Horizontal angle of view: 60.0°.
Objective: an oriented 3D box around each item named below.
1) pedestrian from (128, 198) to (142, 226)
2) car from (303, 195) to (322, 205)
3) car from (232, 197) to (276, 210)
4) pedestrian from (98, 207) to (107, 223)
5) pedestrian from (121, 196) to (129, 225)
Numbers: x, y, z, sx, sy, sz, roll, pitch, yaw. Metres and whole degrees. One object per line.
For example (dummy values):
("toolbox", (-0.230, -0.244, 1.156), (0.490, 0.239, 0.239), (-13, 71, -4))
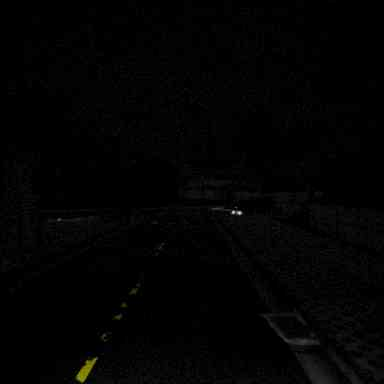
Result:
("pedestrian", (-3.651, 1.272, 21.208), (0.375, 1.860, 0.375), (-3, 3, 1))
("car", (17.351, 1.143, 45.145), (5.357, 1.411, 2.033), (-1, 3, -33))
("car", (7.356, 1.325, 39.145), (5.357, 1.411, 2.033), (-1, 3, -29))
("pedestrian", (-5.874, 1.506, 21.738), (0.500, 1.100, 0.500), (-3, 3, 1))
("pedestrian", (-4.510, 1.118, 22.411), (0.375, 1.860, 0.375), (-3, 3, 1))
